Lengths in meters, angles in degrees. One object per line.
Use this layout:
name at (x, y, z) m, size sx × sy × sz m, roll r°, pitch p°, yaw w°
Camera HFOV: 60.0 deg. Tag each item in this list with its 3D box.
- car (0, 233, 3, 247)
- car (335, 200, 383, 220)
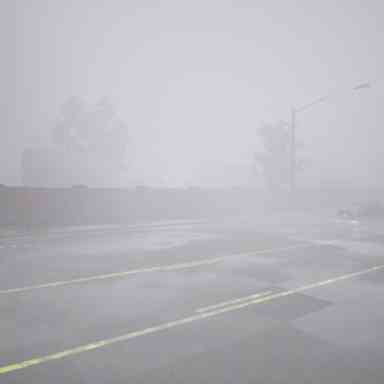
car at (-8.890, 1.474, 10.543) m, size 5.008 × 1.535 × 1.882 m, roll 0°, pitch 0°, yaw -35°
car at (13.698, 1.388, 26.664) m, size 5.357 × 1.411 × 2.033 m, roll -1°, pitch 0°, yaw -36°
